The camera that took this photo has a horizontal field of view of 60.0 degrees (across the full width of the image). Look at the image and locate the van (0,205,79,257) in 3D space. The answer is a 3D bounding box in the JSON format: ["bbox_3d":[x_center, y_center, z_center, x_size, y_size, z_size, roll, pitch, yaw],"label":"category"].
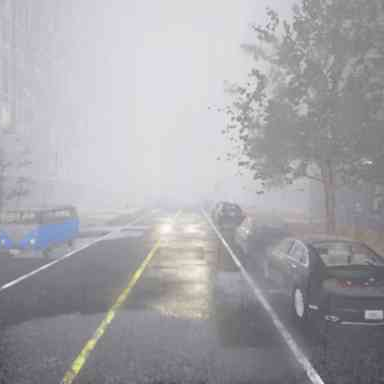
[{"bbox_3d":[-5.701,1.398,12.784,1.690,1.788,3.998,0,0,0],"label":"van"}]

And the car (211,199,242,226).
[{"bbox_3d":[2.668,1.536,24.173,1.967,1.590,4.097,0,0,0],"label":"car"}]

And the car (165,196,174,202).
[{"bbox_3d":[-5.777,1.837,86.788,1.947,1.339,4.313,0,0,0],"label":"car"}]

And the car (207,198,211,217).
[{"bbox_3d":[2.662,1.556,29.865,1.967,1.590,4.097,0,0,0],"label":"car"}]

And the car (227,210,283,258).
[{"bbox_3d":[2.679,1.606,12.788,2.008,1.369,4.403,0,0,0],"label":"car"}]

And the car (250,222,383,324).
[{"bbox_3d":[2.685,1.583,7.095,2.008,1.369,4.403,0,0,0],"label":"car"}]

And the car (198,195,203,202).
[{"bbox_3d":[2.621,1.798,69.712,1.947,1.339,4.313,0,0,0],"label":"car"}]

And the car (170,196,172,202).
[{"bbox_3d":[-5.759,1.816,69.711,1.802,1.307,4.206,0,0,0],"label":"car"}]

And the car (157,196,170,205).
[{"bbox_3d":[-5.753,1.765,64.017,1.887,1.381,4.507,0,0,0],"label":"car"}]

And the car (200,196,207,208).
[{"bbox_3d":[2.639,1.734,52.635,1.887,1.381,4.507,0,0,0],"label":"car"}]

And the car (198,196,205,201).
[{"bbox_3d":[2.598,1.847,92.480,1.947,1.339,4.313,0,0,0],"label":"car"}]
